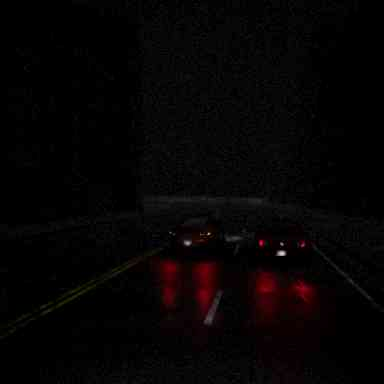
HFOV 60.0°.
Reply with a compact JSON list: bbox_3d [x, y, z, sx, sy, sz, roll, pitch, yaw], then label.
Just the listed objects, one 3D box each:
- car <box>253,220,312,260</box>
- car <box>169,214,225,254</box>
[{"bbox_3d":[3.361,1.725,12.984,1.895,1.301,4.718,0,-1,12],"label":"car"},{"bbox_3d":[0.308,1.662,14.260,1.812,1.442,4.674,0,0,12],"label":"car"}]
